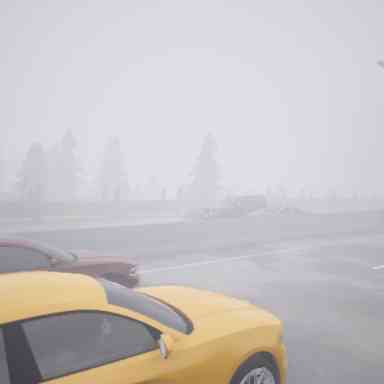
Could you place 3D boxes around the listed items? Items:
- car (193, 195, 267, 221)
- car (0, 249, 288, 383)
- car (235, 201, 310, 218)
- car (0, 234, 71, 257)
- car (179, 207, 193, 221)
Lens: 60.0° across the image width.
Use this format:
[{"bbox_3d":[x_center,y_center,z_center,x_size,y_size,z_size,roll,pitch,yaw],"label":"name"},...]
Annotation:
[{"bbox_3d":[3.115,1.261,23.408,5.566,2.045,2.150,0,0,-35],"label":"car"},{"bbox_3d":[-1.275,1.474,2.853,5.008,1.535,1.882,0,0,-35],"label":"car"},{"bbox_3d":[5.346,1.532,20.700,4.902,1.511,2.128,0,0,-35],"label":"car"},{"bbox_3d":[-3.302,1.474,5.707,5.008,1.535,1.882,0,0,-35],"label":"car"},{"bbox_3d":[1.300,1.532,26.413,4.902,1.511,2.128,0,0,-35],"label":"car"}]
